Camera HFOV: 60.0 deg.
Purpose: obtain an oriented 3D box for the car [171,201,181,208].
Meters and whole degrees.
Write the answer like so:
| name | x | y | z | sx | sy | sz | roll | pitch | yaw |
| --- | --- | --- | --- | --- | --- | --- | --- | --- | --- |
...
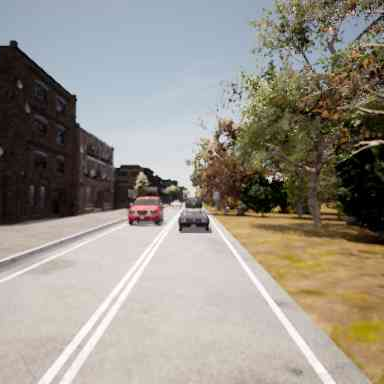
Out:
| name | x | y | z | sx | sy | sz | roll | pitch | yaw |
| --- | --- | --- | --- | --- | --- | --- | --- | --- | --- |
| car | -3.033 | 2.451 | 65.812 | 1.812 | 1.442 | 4.674 | 0 | -1 | 1 |

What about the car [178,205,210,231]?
| name | x | y | z | sx | sy | sz | roll | pitch | yaw |
| --- | --- | --- | --- | --- | --- | --- | --- | --- | --- |
| car | 0.120 | 1.719 | 21.645 | 1.895 | 1.301 | 4.718 | 0 | -1 | 0 |

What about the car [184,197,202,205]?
| name | x | y | z | sx | sy | sz | roll | pitch | yaw |
| --- | --- | --- | --- | --- | --- | --- | --- | --- | --- |
| car | 0.201 | 1.642 | 43.015 | 2.150 | 2.045 | 5.566 | 0 | -1 | 0 |

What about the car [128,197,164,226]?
| name | x | y | z | sx | sy | sz | roll | pitch | yaw |
| --- | --- | --- | --- | --- | --- | --- | --- | --- | --- |
| car | -3.312 | 1.373 | 24.936 | 2.150 | 2.045 | 5.566 | 0 | -1 | 0 |
